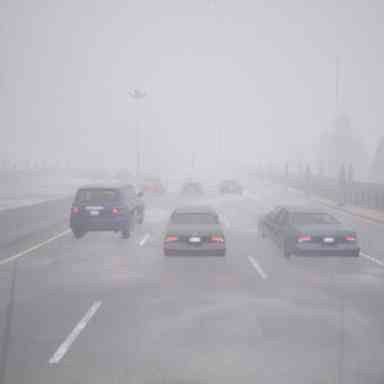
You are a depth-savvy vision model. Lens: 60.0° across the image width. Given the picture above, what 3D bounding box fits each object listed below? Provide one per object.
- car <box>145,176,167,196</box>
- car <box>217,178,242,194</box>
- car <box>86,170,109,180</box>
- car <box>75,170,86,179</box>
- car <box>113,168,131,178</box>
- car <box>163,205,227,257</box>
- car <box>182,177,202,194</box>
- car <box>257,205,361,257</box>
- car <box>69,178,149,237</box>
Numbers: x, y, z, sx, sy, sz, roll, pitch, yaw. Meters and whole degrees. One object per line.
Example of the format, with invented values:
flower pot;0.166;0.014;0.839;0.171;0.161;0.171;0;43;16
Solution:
car;-3.480;-0.721;30.432;2.097;1.767;4.553;0;6;0
car;3.518;-0.609;31.433;1.994;1.385;4.181;0;6;0
car;-14.204;-2.705;51.290;1.882;1.535;5.008;0;6;0
car;-17.692;-2.947;54.906;1.895;1.301;4.718;0;6;0
car;-10.705;-2.808;51.076;2.097;1.767;4.553;0;6;0
car;0.071;1.157;11.219;2.033;1.411;5.357;0;3;0
car;0.017;-0.681;31.766;1.812;1.442;4.674;0;6;0
car;3.570;1.158;11.204;2.033;1.411;5.357;0;3;0
car;-3.437;0.634;14.380;2.150;2.045;5.566;0;4;0
